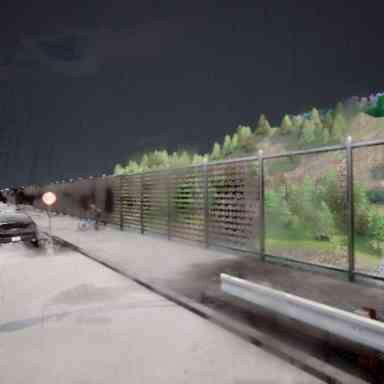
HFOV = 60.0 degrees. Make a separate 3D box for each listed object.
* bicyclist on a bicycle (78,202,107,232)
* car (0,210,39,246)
[{"bbox_3d":[-5.544,1.373,18.566,1.656,1.620,0.582,-2,1,-34],"label":"bicyclist on a bicycle"},{"bbox_3d":[-8.207,1.603,15.015,1.837,1.490,4.892,-1,0,-34],"label":"car"}]
